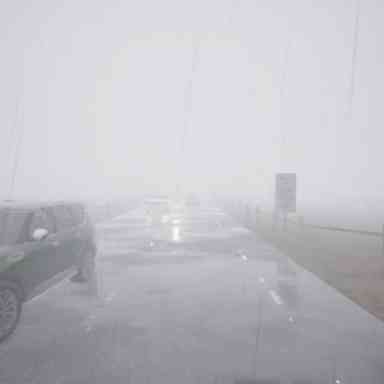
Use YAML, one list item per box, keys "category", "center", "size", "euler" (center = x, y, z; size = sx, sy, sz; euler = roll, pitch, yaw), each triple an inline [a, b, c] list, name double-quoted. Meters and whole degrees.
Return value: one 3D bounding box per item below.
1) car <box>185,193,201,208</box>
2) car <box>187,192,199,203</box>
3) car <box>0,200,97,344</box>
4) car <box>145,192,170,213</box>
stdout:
- category: "car"
  center: [0.128, 1.163, 41.154]
  size: [2.128, 1.511, 4.902]
  euler: [0, 2, 0]
- category: "car"
  center: [0.160, 0.882, 51.571]
  size: [1.837, 1.490, 4.892]
  euler: [0, 2, 0]
- category: "car"
  center: [-3.721, 1.210, 6.730]
  size: [2.150, 2.045, 5.566]
  euler: [0, 0, 4]
- category: "car"
  center: [-3.478, 1.046, 34.828]
  size: [2.150, 2.045, 5.566]
  euler: [0, 1, 0]
